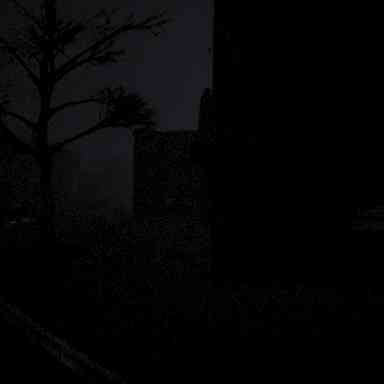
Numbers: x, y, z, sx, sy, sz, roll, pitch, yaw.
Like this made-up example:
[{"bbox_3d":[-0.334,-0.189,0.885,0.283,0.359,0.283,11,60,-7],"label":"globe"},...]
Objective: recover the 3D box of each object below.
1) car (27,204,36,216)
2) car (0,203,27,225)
[{"bbox_3d":[-19.622,2.005,37.843,1.812,1.442,4.674,1,-1,8],"label":"car"},{"bbox_3d":[-16.023,1.847,27.972,1.882,1.535,5.008,0,-1,-8],"label":"car"}]
